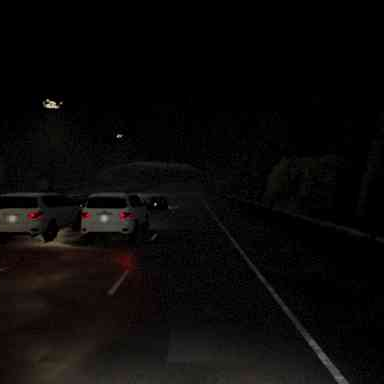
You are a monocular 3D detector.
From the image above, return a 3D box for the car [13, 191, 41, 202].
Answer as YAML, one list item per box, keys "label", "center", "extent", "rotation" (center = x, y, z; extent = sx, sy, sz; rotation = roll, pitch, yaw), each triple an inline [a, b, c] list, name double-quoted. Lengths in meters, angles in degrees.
- label: "car"
  center: [-24.554, 0.626, 49.716]
  extent: [1.837, 1.490, 4.892]
  rotation: [0, 1, 0]

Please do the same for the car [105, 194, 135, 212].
- label: "car"
  center: [-6.896, 1.035, 32.336]
  extent: [1.837, 1.490, 4.892]
  rotation: [0, 1, 0]

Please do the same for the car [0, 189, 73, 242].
- label: "car"
  center: [-6.897, 1.044, 15.472]
  extent: [2.150, 2.045, 5.566]
  rotation: [0, 1, 0]

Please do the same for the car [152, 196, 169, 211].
- label: "car"
  center: [-3.395, 1.084, 32.859]
  extent: [1.994, 1.385, 4.181]
  rotation: [0, 1, 0]

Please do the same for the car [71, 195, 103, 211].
- label: "car"
  center: [-10.395, 1.037, 33.286]
  extent: [1.812, 1.442, 4.674]
  rotation: [0, 1, 0]

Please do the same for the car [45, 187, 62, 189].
- label: "car"
  center: [-21.054, 0.341, 49.783]
  extent: [2.150, 2.045, 5.566]
  rotation: [0, 1, 0]

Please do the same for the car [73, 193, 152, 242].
- label: "car"
  center: [-3.397, 1.042, 15.558]
  extent: [2.150, 2.045, 5.566]
  rotation: [0, 1, 0]

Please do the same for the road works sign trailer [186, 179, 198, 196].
- label: "road works sign trailer"
  center: [-0.001, -1.031, 69.902]
  extent: [2.380, 3.560, 2.880]
  rotation: [0, 2, 0]
